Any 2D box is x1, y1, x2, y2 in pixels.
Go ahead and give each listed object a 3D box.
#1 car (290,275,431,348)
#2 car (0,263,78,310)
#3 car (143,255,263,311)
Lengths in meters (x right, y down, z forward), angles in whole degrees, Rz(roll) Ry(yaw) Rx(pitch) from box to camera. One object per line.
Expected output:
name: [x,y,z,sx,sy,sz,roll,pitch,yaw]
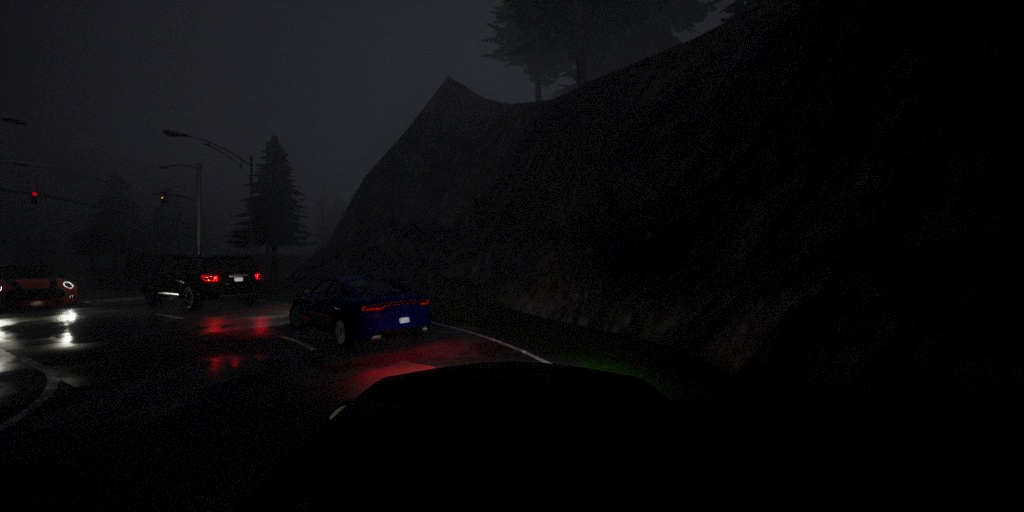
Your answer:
car: [-4.114,1.227,9.401,5.008,1.535,1.882,0,0,43]
car: [-18.885,1.099,13.790,4.553,1.767,2.097,0,0,27]
car: [-12.624,0.971,14.645,5.566,2.045,2.150,0,0,27]
